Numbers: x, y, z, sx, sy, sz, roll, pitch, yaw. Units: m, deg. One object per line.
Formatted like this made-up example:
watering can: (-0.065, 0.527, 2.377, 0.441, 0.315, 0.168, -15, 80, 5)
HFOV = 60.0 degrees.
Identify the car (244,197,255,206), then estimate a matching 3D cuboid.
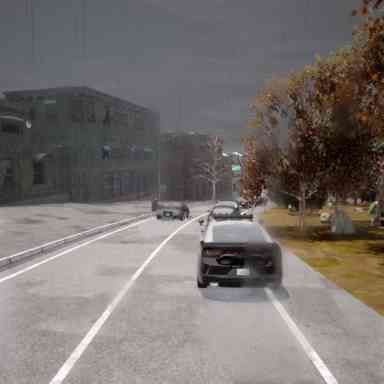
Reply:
car: (6.743, 1.488, 44.537, 1.895, 1.301, 4.718, 2, 0, 20)

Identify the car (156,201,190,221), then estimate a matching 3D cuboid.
car: (-1.411, 1.429, 25.819, 1.994, 1.385, 4.181, 1, 1, 10)

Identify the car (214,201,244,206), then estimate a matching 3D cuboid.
car: (1.839, 1.478, 18.997, 1.812, 1.442, 4.674, 1, 0, 6)

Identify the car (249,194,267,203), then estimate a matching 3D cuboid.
car: (13.113, 1.261, 66.116, 2.097, 1.767, 4.553, 3, 1, 30)

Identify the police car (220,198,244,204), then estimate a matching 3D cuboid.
police car: (2.670, 1.356, 24.940, 1.930, 1.638, 5.238, 1, 0, 9)

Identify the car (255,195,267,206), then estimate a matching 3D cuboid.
car: (11.242, 1.452, 55.796, 1.837, 1.490, 4.892, 3, 1, 26)

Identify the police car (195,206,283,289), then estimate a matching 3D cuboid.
police car: (1.128, 1.406, 9.294, 1.930, 1.638, 5.238, 0, 0, 2)
